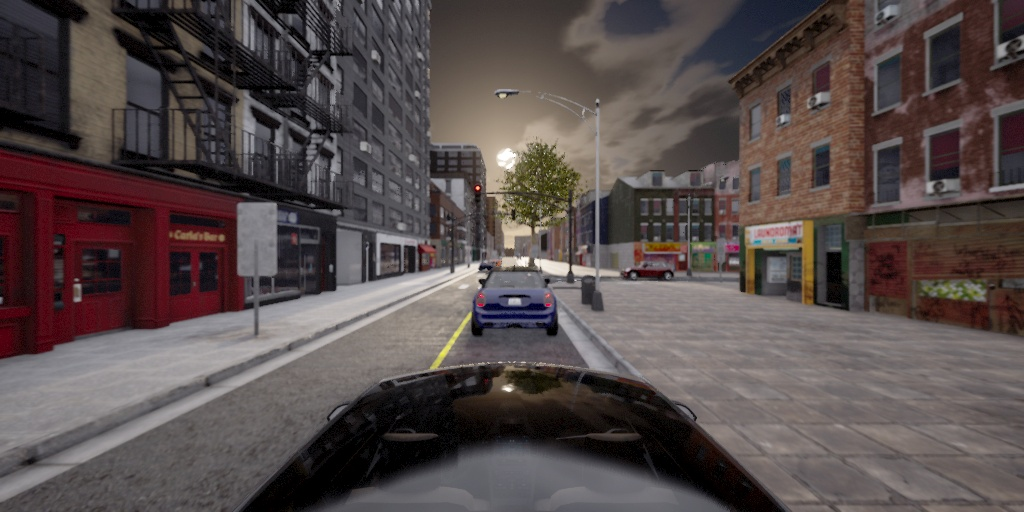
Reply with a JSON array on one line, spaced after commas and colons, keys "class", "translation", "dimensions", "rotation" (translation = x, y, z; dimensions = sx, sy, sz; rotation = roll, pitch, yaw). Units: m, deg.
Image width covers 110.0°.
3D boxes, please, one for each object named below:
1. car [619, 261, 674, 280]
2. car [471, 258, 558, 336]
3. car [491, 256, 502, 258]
[{"class": "car", "translation": [10.900, 1.115, 29.326], "dimensions": [4.097, 1.591, 1.967], "rotation": [0, 0, 0]}, {"class": "car", "translation": [0.068, 1.054, 10.400], "dimensions": [2.097, 1.767, 4.553], "rotation": [0, 0, 0]}, {"class": "car", "translation": [-2.839, 0.805, 59.179], "dimensions": [2.097, 1.767, 4.553], "rotation": [0, 0, 0]}]
